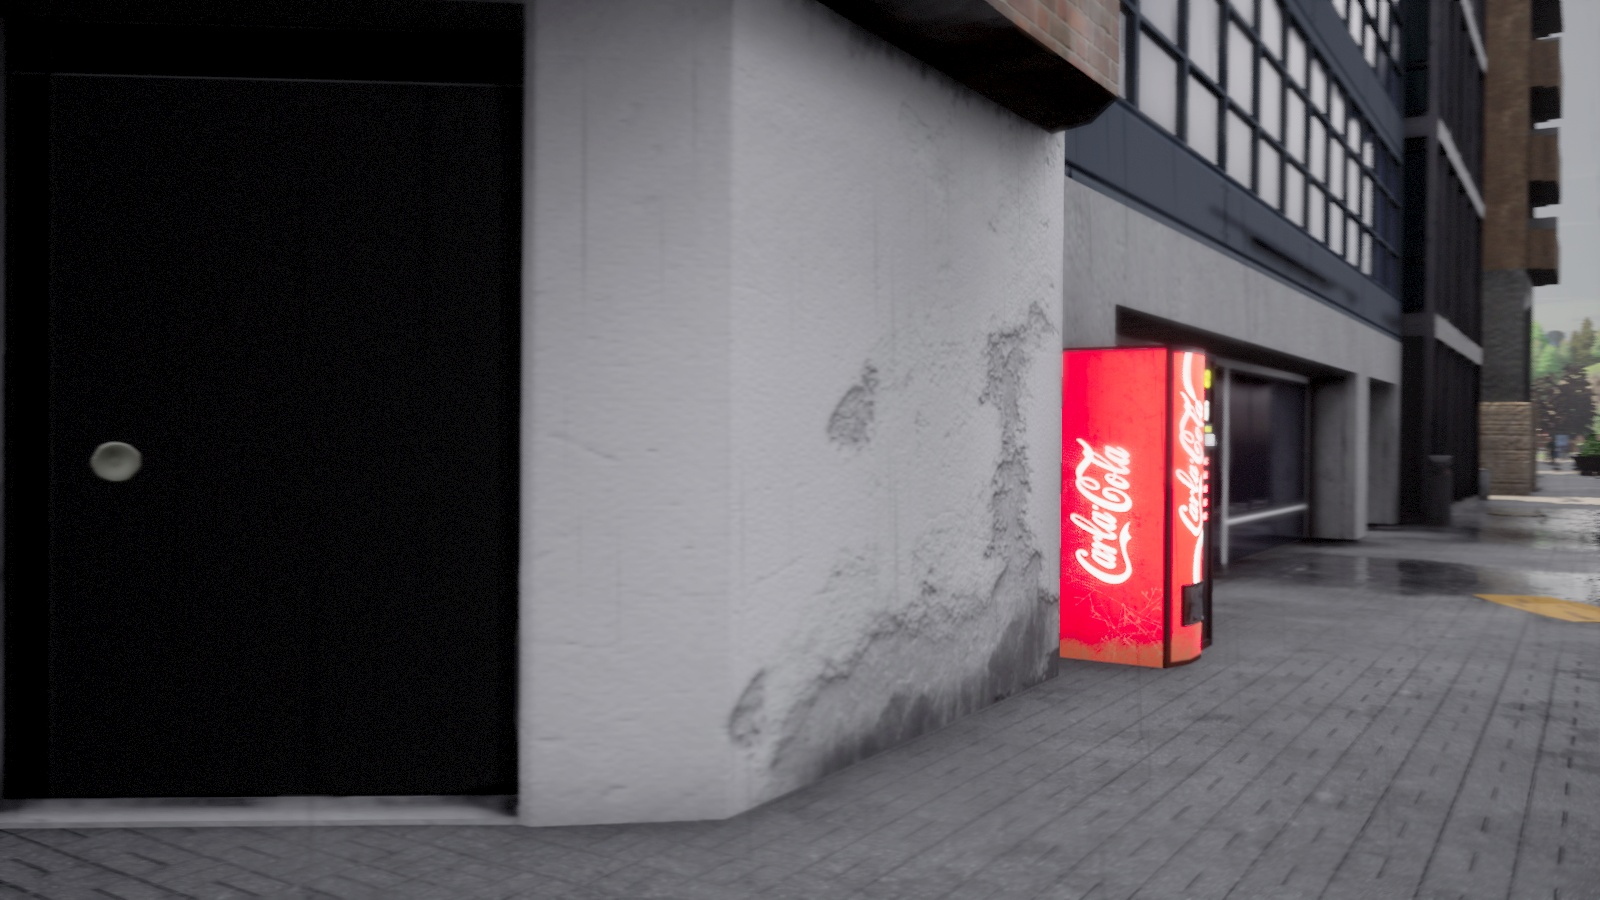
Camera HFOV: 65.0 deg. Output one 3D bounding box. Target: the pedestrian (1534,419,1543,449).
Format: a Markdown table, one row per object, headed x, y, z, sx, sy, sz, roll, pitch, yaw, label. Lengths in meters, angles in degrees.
| x | y | z | sx | sy | sz | roll | pitch | yaw | label |
| --- | --- | --- | --- | --- | --- | --- | --- | --- | --- |
| 48.929 | -1.057 | 83.208 | 0.423 | 1.949 | 0.788 | 0 | 1 | 36 | pedestrian |
